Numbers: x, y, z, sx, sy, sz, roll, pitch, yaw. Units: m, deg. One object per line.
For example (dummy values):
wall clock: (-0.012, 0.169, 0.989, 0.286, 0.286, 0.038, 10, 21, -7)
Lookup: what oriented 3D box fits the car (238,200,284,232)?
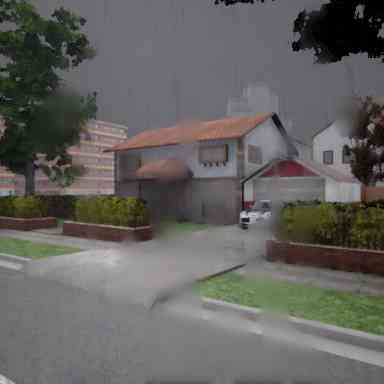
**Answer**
car: (4.023, 1.167, 17.438, 1.970, 1.475, 3.806, 0, 0, 36)
